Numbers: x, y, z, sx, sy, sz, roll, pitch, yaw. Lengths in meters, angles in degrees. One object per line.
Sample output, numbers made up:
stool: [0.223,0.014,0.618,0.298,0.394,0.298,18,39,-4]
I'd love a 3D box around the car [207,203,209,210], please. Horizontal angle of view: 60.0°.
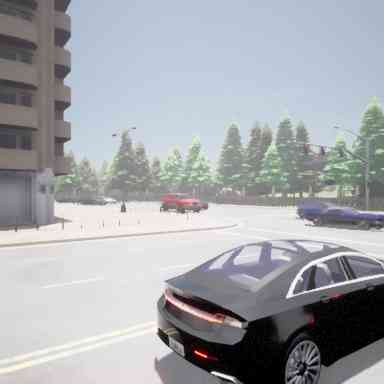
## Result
car: [0.056,1.421,40.256,1.882,1.535,5.008,0,0,-35]

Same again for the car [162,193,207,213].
car: [-1.197,1.165,35.970,2.150,2.045,5.566,0,0,-35]

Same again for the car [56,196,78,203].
car: [-24.057,1.491,65.558,5.357,1.411,2.033,0,0,15]

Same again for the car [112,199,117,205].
car: [-15.016,1.469,57.288,4.674,1.442,1.812,0,0,34]

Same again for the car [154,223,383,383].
car: [1.810,1.491,5.077,4.902,1.511,2.128,0,0,-35]

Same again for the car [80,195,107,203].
car: [-20.007,1.446,67.747,4.902,1.511,2.128,0,0,18]

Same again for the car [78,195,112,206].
car: [-15.659,1.451,53.448,4.892,1.490,1.837,-1,-1,36]

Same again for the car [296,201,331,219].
car: [10.229,1.470,25.611,1.812,1.442,4.674,0,0,-35]

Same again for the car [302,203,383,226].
car: [9.508,1.579,20.490,1.895,1.301,4.718,0,0,-35]
